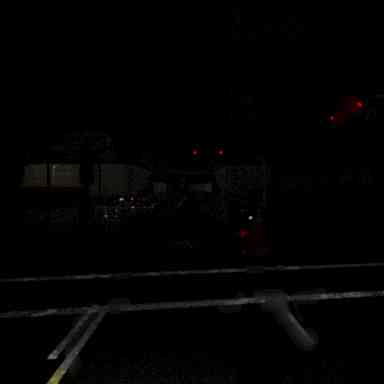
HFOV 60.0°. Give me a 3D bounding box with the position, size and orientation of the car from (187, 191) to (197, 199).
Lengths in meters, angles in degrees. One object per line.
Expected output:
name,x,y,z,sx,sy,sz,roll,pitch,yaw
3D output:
car,-0.067,0.644,71.770,1.837,1.490,4.892,0,1,0

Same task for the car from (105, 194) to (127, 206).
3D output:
car,-10.576,1.081,45.804,1.837,1.490,4.892,0,1,0

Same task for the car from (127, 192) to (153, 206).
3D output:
car,-7.081,0.924,45.896,2.097,1.767,4.553,0,1,0

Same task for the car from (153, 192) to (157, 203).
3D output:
car,-7.092,0.818,54.738,2.097,1.767,4.553,0,1,0

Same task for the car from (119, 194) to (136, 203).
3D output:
car,-10.589,1.033,54.710,1.994,1.385,4.181,0,1,0

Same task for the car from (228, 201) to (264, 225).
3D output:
car,3.580,1.329,22.679,2.128,1.511,4.902,0,1,0

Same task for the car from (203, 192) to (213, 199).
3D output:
car,3.433,0.693,71.774,1.994,1.385,4.181,0,1,0
